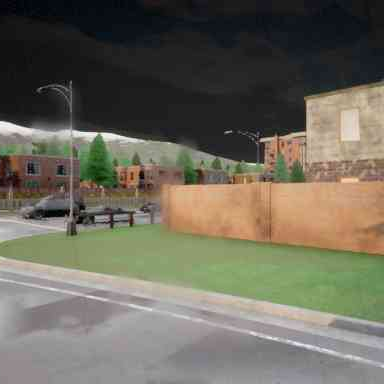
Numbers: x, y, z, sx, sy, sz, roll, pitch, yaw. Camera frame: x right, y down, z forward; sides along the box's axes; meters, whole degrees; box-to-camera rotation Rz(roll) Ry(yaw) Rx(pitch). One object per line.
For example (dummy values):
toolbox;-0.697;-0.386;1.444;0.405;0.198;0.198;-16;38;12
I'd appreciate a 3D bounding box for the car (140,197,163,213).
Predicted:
car;-3.605;1.564;36.194;1.994;1.385;4.181;0;0;42

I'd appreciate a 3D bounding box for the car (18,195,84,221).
car;-11.609;1.351;27.141;2.097;1.767;4.553;0;0;41

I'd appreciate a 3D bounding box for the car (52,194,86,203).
car;-12.713;1.222;31.174;2.150;2.045;5.566;0;0;41

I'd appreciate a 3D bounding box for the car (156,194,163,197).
car;-3.405;1.223;41.704;2.150;2.045;5.566;0;0;41

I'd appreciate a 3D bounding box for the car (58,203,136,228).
car;-6.229;1.601;22.657;1.895;1.301;4.718;0;0;41
